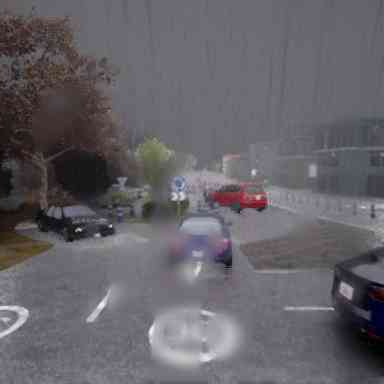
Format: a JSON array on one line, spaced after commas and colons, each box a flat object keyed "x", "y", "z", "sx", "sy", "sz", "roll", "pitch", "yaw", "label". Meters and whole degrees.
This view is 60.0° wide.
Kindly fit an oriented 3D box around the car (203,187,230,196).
[{"x": 4.337, "y": -0.159, "z": 59.702, "sx": 4.792, "sy": 1.488, "sz": 2.163, "roll": 0, "pitch": 2, "yaw": 0, "label": "car"}]

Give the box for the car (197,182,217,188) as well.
[{"x": 4.153, "y": -1.896, "z": 90.296, "sx": 5.366, "sy": 1.575, "sz": 1.946, "roll": 0, "pitch": 4, "yaw": 0, "label": "car"}]

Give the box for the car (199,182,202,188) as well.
[{"x": 4.284, "y": -0.688, "z": 68.042, "sx": 4.553, "sy": 1.767, "sz": 2.185, "roll": 0, "pitch": 3, "yaw": 0, "label": "car"}]

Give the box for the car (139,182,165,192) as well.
[{"x": -8.787, "y": -1.098, "z": 73.446, "sx": 5.566, "sy": 2.045, "sz": 2.435, "roll": 0, "pitch": 3, "yaw": 0, "label": "car"}]

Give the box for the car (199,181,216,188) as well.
[{"x": 4.372, "y": -2.189, "z": 92.941, "sx": 4.553, "sy": 1.767, "sz": 2.185, "roll": 0, "pitch": 4, "yaw": 0, "label": "car"}]

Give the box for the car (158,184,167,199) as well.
[{"x": -3.829, "y": -0.121, "z": 50.304, "sx": 2.150, "sy": 2.045, "sz": 5.566, "roll": 0, "pitch": 2, "yaw": 0, "label": "car"}]

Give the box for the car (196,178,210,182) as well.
[{"x": 4.304, "y": -1.785, "z": 84.725, "sx": 5.566, "sy": 2.045, "sz": 2.435, "roll": 0, "pitch": 4, "yaw": 0, "label": "car"}]

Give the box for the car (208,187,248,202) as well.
[{"x": 4.257, "y": 0.236, "z": 40.195, "sx": 4.553, "sy": 1.767, "sz": 2.185, "roll": 0, "pitch": 1, "yaw": 0, "label": "car"}]

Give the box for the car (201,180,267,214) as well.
[{"x": 3.196, "y": 0.406, "z": 24.924, "sx": 2.150, "sy": 2.045, "sz": 5.566, "roll": -1, "pitch": 3, "yaw": -28, "label": "car"}]

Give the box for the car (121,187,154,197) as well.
[{"x": -8.773, "y": 0.024, "z": 53.958, "sx": 5.008, "sy": 1.535, "sz": 2.097, "roll": 0, "pitch": 2, "yaw": 0, "label": "car"}]

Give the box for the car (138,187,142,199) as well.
[{"x": -8.795, "y": 0.403, "z": 40.017, "sx": 4.674, "sy": 1.452, "sz": 2.002, "roll": 0, "pitch": 1, "yaw": 0, "label": "car"}]

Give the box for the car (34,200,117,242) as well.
[{"x": -5.668, "y": 1.267, "z": 15.536, "sx": 2.033, "sy": 1.411, "sz": 5.357, "roll": -4, "pitch": 5, "yaw": -43, "label": "car"}]

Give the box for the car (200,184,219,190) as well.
[{"x": 4.332, "y": -1.316, "z": 81.967, "sx": 4.674, "sy": 1.452, "sz": 2.002, "roll": 0, "pitch": 4, "yaw": 0, "label": "car"}]

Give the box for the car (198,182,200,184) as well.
[{"x": 4.329, "y": -1.014, "z": 76.402, "sx": 5.008, "sy": 1.535, "sz": 2.097, "roll": 0, "pitch": 3, "yaw": 0, "label": "car"}]

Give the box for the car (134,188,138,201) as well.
[{"x": -8.798, "y": 0.444, "z": 37.232, "sx": 4.674, "sy": 1.452, "sz": 2.002, "roll": 0, "pitch": 1, "yaw": 0, "label": "car"}]

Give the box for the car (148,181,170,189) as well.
[{"x": -8.716, "y": -1.963, "z": 87.478, "sx": 5.566, "sy": 2.045, "sz": 2.435, "roll": 0, "pitch": 4, "yaw": 0, "label": "car"}]

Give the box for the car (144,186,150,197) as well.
[{"x": -8.972, "y": 0.252, "z": 45.719, "sx": 5.366, "sy": 1.575, "sz": 1.946, "roll": 0, "pitch": 1, "yaw": 0, "label": "car"}]

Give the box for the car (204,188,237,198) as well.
[{"x": 4.328, "y": 0.140, "z": 51.337, "sx": 4.792, "sy": 1.488, "sz": 2.163, "roll": 0, "pitch": 2, "yaw": 0, "label": "car"}]

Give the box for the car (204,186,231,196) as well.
[{"x": 4.336, "y": -0.206, "z": 56.910, "sx": 4.553, "sy": 1.767, "sz": 2.185, "roll": 0, "pitch": 2, "yaw": 0, "label": "car"}]

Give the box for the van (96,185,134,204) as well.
[{"x": -8.671, "y": 0.220, "z": 34.555, "sx": 4.442, "sy": 1.987, "sz": 1.878, "roll": 1, "pitch": 1, "yaw": 0, "label": "van"}]

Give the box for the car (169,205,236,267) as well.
[{"x": 0.384, "y": 1.420, "z": 11.004, "sx": 1.812, "sy": 1.442, "sz": 4.674, "roll": 0, "pitch": 1, "yaw": 5, "label": "car"}]

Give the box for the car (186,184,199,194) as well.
[{"x": -0.227, "y": -0.334, "z": 64.622, "sx": 2.033, "sy": 1.411, "sz": 5.357, "roll": 0, "pitch": 3, "yaw": 0, "label": "car"}]

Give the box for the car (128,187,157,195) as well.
[{"x": -8.766, "y": -0.186, "z": 59.662, "sx": 4.892, "sy": 1.521, "sz": 2.231, "roll": 0, "pitch": 2, "yaw": 0, "label": "car"}]

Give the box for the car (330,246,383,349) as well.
[{"x": 4.570, "y": 1.474, "z": 4.825, "sx": 4.792, "sy": 1.488, "sz": 2.163, "roll": 0, "pitch": 0, "yaw": 0, "label": "car"}]

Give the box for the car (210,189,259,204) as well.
[{"x": 4.312, "y": 0.473, "z": 34.628, "sx": 4.792, "sy": 1.488, "sz": 2.163, "roll": 0, "pitch": 1, "yaw": 0, "label": "car"}]

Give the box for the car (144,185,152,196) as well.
[{"x": -8.969, "y": 0.185, "z": 48.514, "sx": 5.366, "sy": 1.575, "sz": 1.946, "roll": 0, "pitch": 1, "yaw": 0, "label": "car"}]

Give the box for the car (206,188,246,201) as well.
[{"x": 4.296, "y": 0.313, "z": 42.976, "sx": 5.008, "sy": 1.535, "sz": 2.097, "roll": 0, "pitch": 1, "yaw": 0, "label": "car"}]

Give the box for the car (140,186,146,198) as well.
[{"x": -8.818, "y": 0.343, "z": 42.928, "sx": 4.792, "sy": 1.488, "sz": 2.163, "roll": 0, "pitch": 1, "yaw": 0, "label": "car"}]

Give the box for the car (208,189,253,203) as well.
[{"x": 4.256, "y": 0.432, "z": 37.412, "sx": 4.792, "sy": 1.488, "sz": 2.163, "roll": 0, "pitch": 1, "yaw": 0, "label": "car"}]
